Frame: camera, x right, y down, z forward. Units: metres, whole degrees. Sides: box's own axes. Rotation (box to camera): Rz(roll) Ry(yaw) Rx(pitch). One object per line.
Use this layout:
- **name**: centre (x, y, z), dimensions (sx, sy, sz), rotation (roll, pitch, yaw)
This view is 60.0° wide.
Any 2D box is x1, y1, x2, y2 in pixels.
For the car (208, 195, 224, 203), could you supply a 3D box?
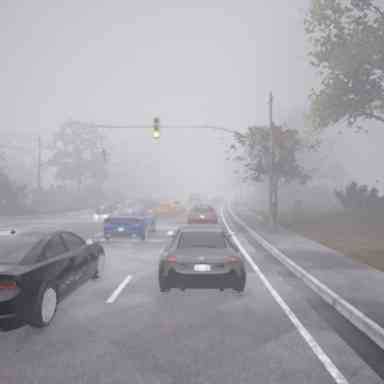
- **car**: centre (4.894, 1.424, 67.781), dimensions (1.882, 1.535, 5.008), rotation (0, 0, 8)

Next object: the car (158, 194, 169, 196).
- **car**: centre (-4.685, 1.467, 47.173), dimensions (1.837, 1.490, 4.892), rotation (0, 0, 6)

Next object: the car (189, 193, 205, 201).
- **car**: centre (0.609, 1.172, 61.174), dimensions (2.150, 2.045, 5.566), rotation (0, 0, 8)

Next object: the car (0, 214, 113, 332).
- **car**: centre (-3.295, 1.472, 6.979), dimensions (1.882, 1.535, 5.008), rotation (0, 0, 1)

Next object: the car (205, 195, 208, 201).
- **car**: centre (2.876, 1.464, 77.824), dimensions (2.128, 1.511, 4.902), rotation (0, 0, 10)

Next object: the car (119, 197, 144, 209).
- **car**: centre (-8.311, 1.454, 45.975), dimensions (2.128, 1.511, 4.902), rotation (0, 0, 5)

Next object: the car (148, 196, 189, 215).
- **car**: centre (-2.153, 1.452, 32.446), dimensions (1.882, 1.535, 5.008), rotation (2, 1, 15)

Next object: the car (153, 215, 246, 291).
- **car**: centre (0.249, 1.557, 8.998), dimensions (1.994, 1.385, 4.181), rotation (0, 0, 1)

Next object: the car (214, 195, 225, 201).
- **car**: centre (6.439, 1.347, 77.925), dimensions (2.033, 1.411, 5.357), rotation (0, 0, 10)

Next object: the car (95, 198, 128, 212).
- **car**: centre (-9.099, 1.461, 36.782), dimensions (2.128, 1.511, 4.902), rotation (0, 0, 4)

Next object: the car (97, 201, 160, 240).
- **car**: centre (-3.026, 1.464, 16.976), dimensions (1.882, 1.535, 5.008), rotation (0, 0, 2)

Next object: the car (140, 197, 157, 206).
- **car**: centre (-7.247, 1.519, 55.929), dimensions (1.994, 1.385, 4.181), rotation (0, 0, 6)

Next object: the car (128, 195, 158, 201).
- **car**: centre (-5.501, 1.461, 37.908), dimensions (2.128, 1.511, 4.902), rotation (0, 0, 5)

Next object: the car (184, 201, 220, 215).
- **car**: centre (0.751, 1.546, 23.108), dimensions (1.994, 1.385, 4.181), rotation (0, 0, 3)
